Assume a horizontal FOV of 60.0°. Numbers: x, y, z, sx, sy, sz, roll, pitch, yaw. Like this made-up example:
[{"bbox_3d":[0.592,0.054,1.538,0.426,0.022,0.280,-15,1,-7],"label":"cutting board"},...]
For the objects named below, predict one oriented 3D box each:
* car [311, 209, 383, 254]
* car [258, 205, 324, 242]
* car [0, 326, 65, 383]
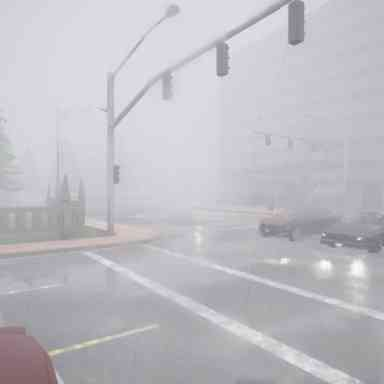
[{"bbox_3d":[7.489,1.521,13.612,5.357,1.411,2.033,0,0,-35],"label":"car"},{"bbox_3d":[5.430,1.454,16.442,5.008,1.535,1.882,0,0,-35],"label":"car"},{"bbox_3d":[-3.061,1.601,1.596,4.718,1.301,1.895,0,0,-35],"label":"car"}]
